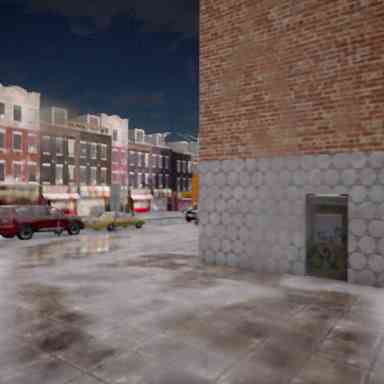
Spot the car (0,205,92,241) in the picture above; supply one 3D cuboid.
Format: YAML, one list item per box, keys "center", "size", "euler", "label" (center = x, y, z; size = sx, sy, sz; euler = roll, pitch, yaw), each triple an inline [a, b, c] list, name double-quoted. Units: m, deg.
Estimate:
- center: [-8.655, 1.660, 19.056]
  size: [2.192, 1.841, 5.009]
  euler: [-1, -2, 36]
  label: "car"

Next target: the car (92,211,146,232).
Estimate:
- center: [-5.320, 1.976, 23.692]
  size: [1.752, 1.417, 4.829]
  euler: [-1, -2, 36]
  label: "car"

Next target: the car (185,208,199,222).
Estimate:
- center: [1.051, 2.217, 32.559]
  size: [1.947, 1.339, 4.313]
  euler: [-1, -2, 36]
  label: "car"
